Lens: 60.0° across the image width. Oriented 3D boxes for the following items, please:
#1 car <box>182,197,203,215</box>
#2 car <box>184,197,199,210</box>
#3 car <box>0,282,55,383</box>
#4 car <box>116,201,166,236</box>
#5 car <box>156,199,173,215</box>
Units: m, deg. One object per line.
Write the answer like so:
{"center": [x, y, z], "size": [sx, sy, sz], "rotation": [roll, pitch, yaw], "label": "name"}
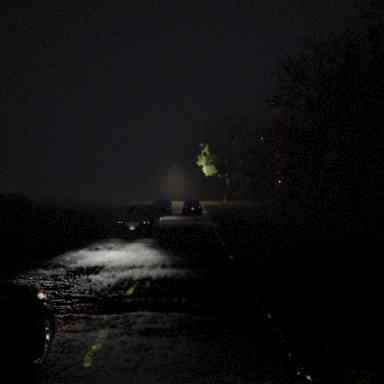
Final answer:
{"center": [0.022, 1.530, 33.143], "size": [1.994, 1.385, 4.181], "rotation": [0, 0, -1], "label": "car"}
{"center": [-0.017, 1.428, 43.792], "size": [1.882, 1.535, 5.008], "rotation": [0, 0, 0], "label": "car"}
{"center": [-2.852, 1.563, 2.855], "size": [1.994, 1.385, 4.181], "rotation": [0, 0, 0], "label": "car"}
{"center": [-2.881, 1.477, 18.466], "size": [2.128, 1.511, 4.902], "rotation": [0, 0, 0], "label": "car"}
{"center": [-2.939, 1.445, 33.031], "size": [1.882, 1.535, 5.008], "rotation": [0, 0, 0], "label": "car"}
